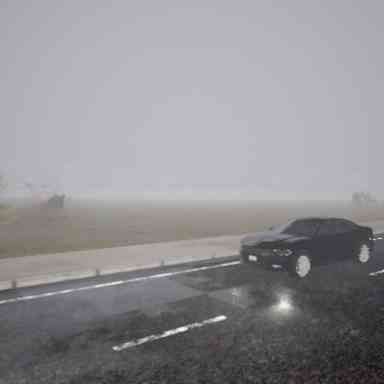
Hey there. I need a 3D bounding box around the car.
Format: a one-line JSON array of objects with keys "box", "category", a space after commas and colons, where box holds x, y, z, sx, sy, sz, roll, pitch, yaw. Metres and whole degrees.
[{"box": [3.645, 1.477, 10.268, 5.008, 1.535, 1.882, 0, 0, -35], "category": "car"}]
